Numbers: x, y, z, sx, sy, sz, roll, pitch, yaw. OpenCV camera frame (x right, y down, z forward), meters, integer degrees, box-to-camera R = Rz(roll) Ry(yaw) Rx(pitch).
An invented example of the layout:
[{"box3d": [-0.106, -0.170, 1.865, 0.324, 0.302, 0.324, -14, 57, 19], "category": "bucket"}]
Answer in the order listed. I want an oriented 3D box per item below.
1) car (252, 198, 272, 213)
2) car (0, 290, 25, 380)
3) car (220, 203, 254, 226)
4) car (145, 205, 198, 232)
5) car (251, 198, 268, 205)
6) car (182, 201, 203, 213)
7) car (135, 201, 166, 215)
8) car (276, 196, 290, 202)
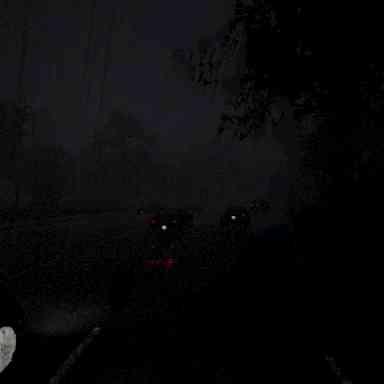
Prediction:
[{"box3d": [8.438, 1.625, 40.664, 2.097, 1.767, 4.553, 0, 0, 22], "category": "car"}, {"box3d": [-3.231, 1.511, 2.583, 1.837, 1.490, 4.892, 0, 0, 2], "category": "car"}, {"box3d": [3.280, 1.721, 24.667, 1.994, 1.385, 4.181, 0, 0, 13], "category": "car"}, {"box3d": [-1.155, 1.719, 20.981, 1.895, 1.301, 4.718, 0, 0, 11], "category": "car"}, {"box3d": [14.854, 2.004, 73.218, 1.994, 1.385, 4.181, 0, 0, 38], "category": "car"}, {"box3d": [-0.152, 1.780, 38.364, 1.994, 1.385, 4.181, 0, 0, 20], "category": "car"}, {"box3d": [-4.353, 1.736, 37.023, 2.033, 1.411, 5.357, 0, 0, 18], "category": "car"}, {"box3d": [20.594, 1.769, 74.774, 1.837, 1.490, 4.892, 0, 0, 40], "category": "car"}]
